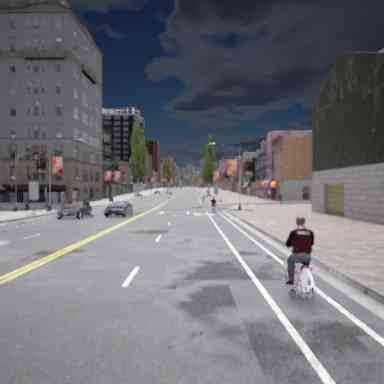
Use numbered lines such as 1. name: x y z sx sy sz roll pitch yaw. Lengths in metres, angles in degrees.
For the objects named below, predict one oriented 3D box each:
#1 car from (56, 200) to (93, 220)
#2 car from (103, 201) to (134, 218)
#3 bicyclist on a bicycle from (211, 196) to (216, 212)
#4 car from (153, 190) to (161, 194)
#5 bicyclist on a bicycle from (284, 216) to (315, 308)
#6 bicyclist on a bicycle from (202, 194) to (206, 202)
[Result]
1. car: -9.822 1.490 28.218 1.837 1.490 4.892 0 0 0
2. car: -6.558 1.524 30.426 2.033 1.411 5.357 0 0 0
3. bicyclist on a bicycle: 2.247 1.333 34.940 0.659 1.776 1.843 0 0 0
4. car: -9.759 0.157 94.413 1.837 1.490 4.892 0 1 0
5. bicyclist on a bicycle: 2.248 1.381 7.090 0.659 1.776 1.843 0 0 0
6. bicyclist on a bicycle: 2.262 1.146 64.825 0.866 1.612 1.509 0 1 0
